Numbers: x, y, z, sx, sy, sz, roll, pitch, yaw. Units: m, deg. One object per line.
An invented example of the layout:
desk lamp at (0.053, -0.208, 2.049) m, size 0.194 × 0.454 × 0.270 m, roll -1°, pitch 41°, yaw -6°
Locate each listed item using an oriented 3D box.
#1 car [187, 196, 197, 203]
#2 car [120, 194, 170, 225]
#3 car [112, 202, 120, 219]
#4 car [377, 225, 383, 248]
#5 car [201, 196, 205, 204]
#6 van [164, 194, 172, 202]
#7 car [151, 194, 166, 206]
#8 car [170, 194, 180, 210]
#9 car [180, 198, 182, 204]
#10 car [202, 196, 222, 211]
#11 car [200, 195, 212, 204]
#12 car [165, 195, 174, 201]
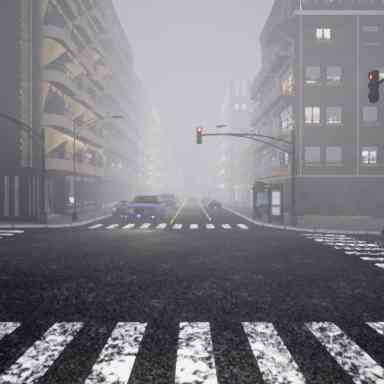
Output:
car at (0.046, 1.559, 69.642) m, size 1.994 × 1.385 × 4.181 m, roll 0°, pitch 0°, yaw 0°
car at (-3.317, 1.218, 24.667) m, size 2.150 × 2.045 × 5.566 m, roll 0°, pitch 0°, yaw 4°
car at (-5.715, 1.437, 29.140) m, size 1.967 × 1.590 × 4.097 m, roll 0°, pitch 0°, yaw 0°
car at (9.398, 1.545, 12.004) m, size 4.553 × 1.767 × 2.097 m, roll 1°, pitch 0°, yaw 5°
car at (2.653, 1.541, 46.057) m, size 1.887 × 1.381 × 4.507 m, roll 0°, pitch 0°, yaw 0°
van at (-5.753, 1.334, 79.889) m, size 1.690 × 1.788 × 3.998 m, roll 0°, pitch 0°, yaw 0°
car at (-5.737, 1.310, 57.333) m, size 2.192 × 1.841 × 5.009 m, roll 0°, pitch 0°, yaw 0°
car at (-3.123, 1.218, 42.965) m, size 2.150 × 2.045 × 5.566 m, roll 0°, pitch 0°, yaw 1°
car at (-3.056, 1.504, 63.209) m, size 1.837 × 1.490 × 4.892 m, roll 0°, pitch 0°, yaw 0°
car at (2.657, 1.547, 40.419) m, size 2.008 × 1.369 × 4.403 m, roll 0°, pitch 0°, yaw 0°
car at (2.640, 1.435, 62.973) m, size 1.967 × 1.590 × 4.097 m, roll 0°, pitch 0°, yaw 0°
car at (-5.757, 1.543, 85.528) m, size 2.008 × 1.369 × 4.403 m, roll 0°, pitch 0°, yaw 0°
